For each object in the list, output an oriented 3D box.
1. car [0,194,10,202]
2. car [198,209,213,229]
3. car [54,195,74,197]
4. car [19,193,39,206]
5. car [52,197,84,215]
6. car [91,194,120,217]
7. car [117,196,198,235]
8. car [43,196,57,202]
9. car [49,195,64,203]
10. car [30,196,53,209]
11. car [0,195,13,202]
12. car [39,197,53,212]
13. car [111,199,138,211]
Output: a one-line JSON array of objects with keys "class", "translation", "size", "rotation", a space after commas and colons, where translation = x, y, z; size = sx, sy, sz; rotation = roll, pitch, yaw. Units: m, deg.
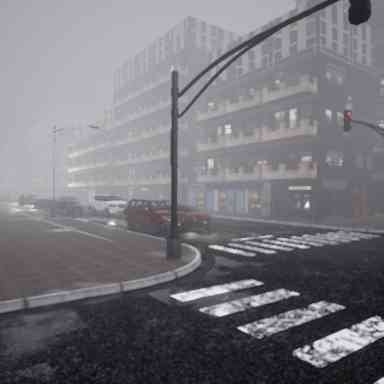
[{"class": "car", "translation": [-42.019, 1.336, 74.309], "size": [1.967, 1.590, 4.097], "rotation": [1, 0, -36]}, {"class": "car", "translation": [-0.686, 1.514, 21.634], "size": [1.882, 1.535, 5.008], "rotation": [1, 0, -36]}, {"class": "car", "translation": [-15.387, 1.318, 41.992], "size": [2.097, 1.767, 4.553], "rotation": [1, 0, -36]}, {"class": "car", "translation": [-25.407, 1.231, 51.369], "size": [2.192, 1.841, 5.009], "rotation": [1, 0, -36]}, {"class": "car", "translation": [-12.121, 1.515, 33.015], "size": [1.887, 1.381, 4.507], "rotation": [1, 0, -36]}, {"class": "car", "translation": [-7.672, 1.224, 31.290], "size": [2.150, 2.045, 5.566], "rotation": [1, 0, -36]}, {"class": "car", "translation": [-2.153, 1.336, 19.251], "size": [2.192, 1.841, 5.009], "rotation": [1, 0, -36]}, {"class": "car", "translation": [-31.909, 1.511, 74.634], "size": [2.008, 1.369, 4.403], "rotation": [1, 0, -36]}, {"class": "car", "translation": [-28.587, 1.402, 70.048], "size": [1.967, 1.590, 4.097], "rotation": [1, 0, -36]}, {"class": "car", "translation": [-18.766, 1.506, 42.193], "size": [1.947, 1.339, 4.313], "rotation": [1, 0, -36]}, {"class": "car", "translation": [-38.698, 1.479, 69.721], "size": [1.802, 1.307, 4.206], "rotation": [1, 0, -36]}, {"class": "car", "translation": [-15.444, 1.521, 37.604], "size": [1.947, 1.339, 4.313], "rotation": [1, 0, -36]}, {"class": "car", "translation": [-8.656, 1.600, 42.519], "size": [1.802, 1.307, 4.206], "rotation": [1, 0, -36]}]
